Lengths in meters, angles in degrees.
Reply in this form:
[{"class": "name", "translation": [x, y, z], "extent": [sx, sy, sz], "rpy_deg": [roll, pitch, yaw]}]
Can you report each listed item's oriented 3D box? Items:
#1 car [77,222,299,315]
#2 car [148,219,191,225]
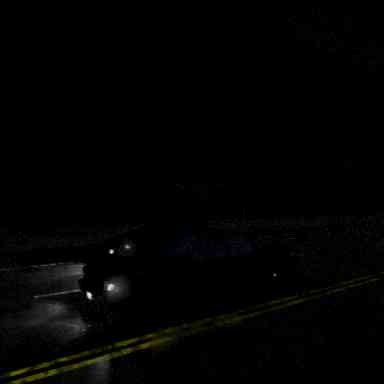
[{"class": "car", "translation": [0.229, 1.594, 7.845], "extent": [5.357, 1.411, 2.033], "rpy_deg": [1, 0, -36]}, {"class": "car", "translation": [-0.777, 1.623, 11.116], "extent": [4.181, 1.385, 1.994], "rpy_deg": [1, 0, -36]}]
